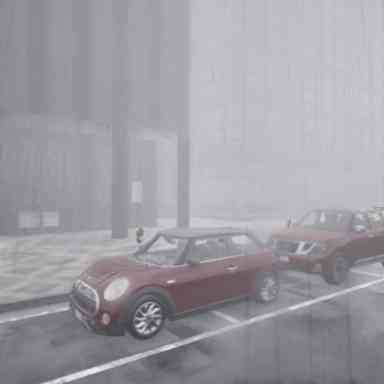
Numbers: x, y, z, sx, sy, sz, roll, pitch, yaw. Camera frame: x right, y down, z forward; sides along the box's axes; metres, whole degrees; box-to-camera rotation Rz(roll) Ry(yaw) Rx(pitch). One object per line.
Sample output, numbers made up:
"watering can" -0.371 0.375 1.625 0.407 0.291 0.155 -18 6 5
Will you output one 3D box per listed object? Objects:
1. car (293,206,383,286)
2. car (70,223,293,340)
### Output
"car" 4.355 1.367 9.803 5.009 1.841 2.192 0 0 -36
"car" -0.194 1.465 6.521 4.097 1.590 1.967 0 0 -36
